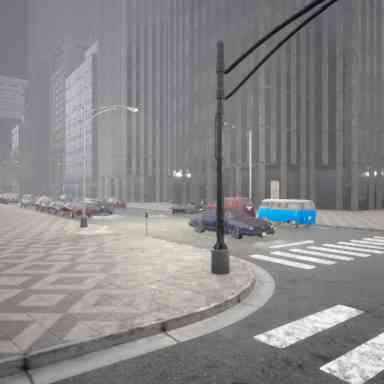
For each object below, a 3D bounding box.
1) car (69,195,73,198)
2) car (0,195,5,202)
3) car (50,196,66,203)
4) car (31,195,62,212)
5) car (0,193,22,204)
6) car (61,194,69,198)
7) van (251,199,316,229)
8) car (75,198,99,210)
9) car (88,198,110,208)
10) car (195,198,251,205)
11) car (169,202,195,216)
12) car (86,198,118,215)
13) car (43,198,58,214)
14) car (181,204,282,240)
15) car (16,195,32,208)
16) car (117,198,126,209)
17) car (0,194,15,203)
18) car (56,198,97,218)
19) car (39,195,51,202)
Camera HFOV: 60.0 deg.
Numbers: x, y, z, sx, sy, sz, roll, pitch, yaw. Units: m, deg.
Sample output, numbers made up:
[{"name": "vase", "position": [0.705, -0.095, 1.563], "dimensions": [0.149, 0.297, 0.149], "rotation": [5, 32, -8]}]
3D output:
[{"name": "car", "position": [-20.381, 1.575, 53.417], "dimensions": [1.994, 1.385, 4.181], "rotation": [0, 0, -36]}, {"name": "car", "position": [-43.920, 1.466, 75.964], "dimensions": [1.752, 1.417, 4.829], "rotation": [1, 0, -35]}, {"name": "car", "position": [-27.257, 1.510, 67.644], "dimensions": [1.752, 1.417, 4.829], "rotation": [0, 0, -36]}, {"name": "car", "position": [-17.385, 1.460, 39.736], "dimensions": [1.967, 1.590, 4.097], "rotation": [0, 0, -36]}, {"name": "car", "position": [-34.046, 1.298, 62.485], "dimensions": [2.192, 1.841, 5.009], "rotation": [0, 0, -36]}, {"name": "car", "position": [-19.354, 1.434, 46.938], "dimensions": [1.837, 1.490, 4.892], "rotation": [0, 0, -36]}, {"name": "van", "position": [6.172, 1.377, 22.004], "dimensions": [1.690, 1.788, 3.998], "rotation": [0, 0, -36]}, {"name": "car", "position": [-14.365, 1.546, 45.292], "dimensions": [1.812, 1.442, 4.674], "rotation": [0, 0, -36]}, {"name": "car", "position": [-13.826, 1.600, 49.305], "dimensions": [1.802, 1.307, 4.206], "rotation": [0, 0, -36]}, {"name": "car", "position": [2.838, 1.350, 26.555], "dimensions": [2.192, 1.841, 5.009], "rotation": [0, 0, -36]}, {"name": "car", "position": [-0.495, 1.598, 31.105], "dimensions": [1.947, 1.339, 4.313], "rotation": [0, 0, -36]}, {"name": "car", "position": [-9.370, 1.590, 33.149], "dimensions": [1.994, 1.385, 4.181], "rotation": [0, 0, -36]}, {"name": "car", "position": [-14.053, 1.605, 35.187], "dimensions": [1.802, 1.307, 4.206], "rotation": [0, 0, -36]}, {"name": "car", "position": [1.867, 1.582, 17.721], "dimensions": [2.033, 1.411, 5.357], "rotation": [0, 0, -34]}, {"name": "car", "position": [-24.050, 1.562, 48.835], "dimensions": [2.008, 1.369, 4.403], "rotation": [0, 0, -36]}, {"name": "car", "position": [-10.492, 1.462, 44.754], "dimensions": [1.967, 1.590, 4.097], "rotation": [0, 0, -36]}, {"name": "car", "position": [-37.379, 1.285, 67.035], "dimensions": [2.192, 1.841, 5.009], "rotation": [0, 0, -36]}, {"name": "car", "position": [-10.720, 1.571, 30.637], "dimensions": [1.887, 1.381, 4.507], "rotation": [0, 0, -36]}, {"name": "car", "position": [-33.937, 1.481, 76.774], "dimensions": [1.752, 1.417, 4.829], "rotation": [0, 0, -35]}]
